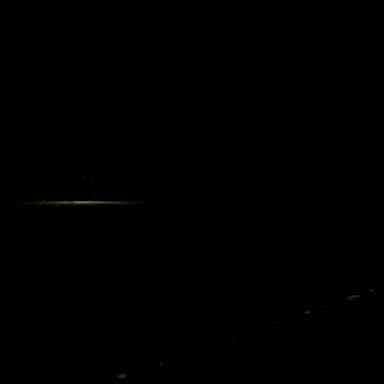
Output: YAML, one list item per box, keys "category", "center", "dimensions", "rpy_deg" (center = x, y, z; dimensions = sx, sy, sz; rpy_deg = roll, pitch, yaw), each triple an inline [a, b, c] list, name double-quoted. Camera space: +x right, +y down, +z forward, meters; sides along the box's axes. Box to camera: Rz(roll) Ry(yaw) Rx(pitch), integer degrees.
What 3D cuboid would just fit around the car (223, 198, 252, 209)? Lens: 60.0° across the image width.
- category: "car"
  center: [7.003, 1.745, 51.400]
  dimensions: [1.882, 1.535, 5.008]
  rpy_deg: [0, 0, -40]
